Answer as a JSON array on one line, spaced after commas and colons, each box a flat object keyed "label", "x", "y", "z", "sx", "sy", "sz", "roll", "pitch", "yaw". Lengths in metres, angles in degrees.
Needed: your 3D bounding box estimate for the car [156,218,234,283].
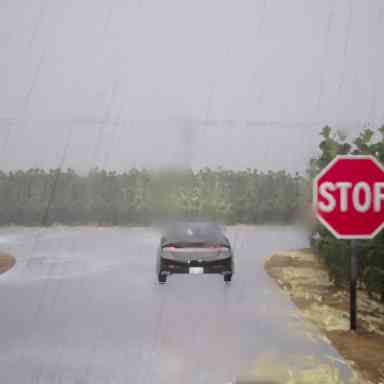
[{"label": "car", "x": 0.028, "y": 1.486, "z": 9.630, "sx": 2.128, "sy": 1.511, "sz": 4.902, "roll": 0, "pitch": 0, "yaw": -2}]
